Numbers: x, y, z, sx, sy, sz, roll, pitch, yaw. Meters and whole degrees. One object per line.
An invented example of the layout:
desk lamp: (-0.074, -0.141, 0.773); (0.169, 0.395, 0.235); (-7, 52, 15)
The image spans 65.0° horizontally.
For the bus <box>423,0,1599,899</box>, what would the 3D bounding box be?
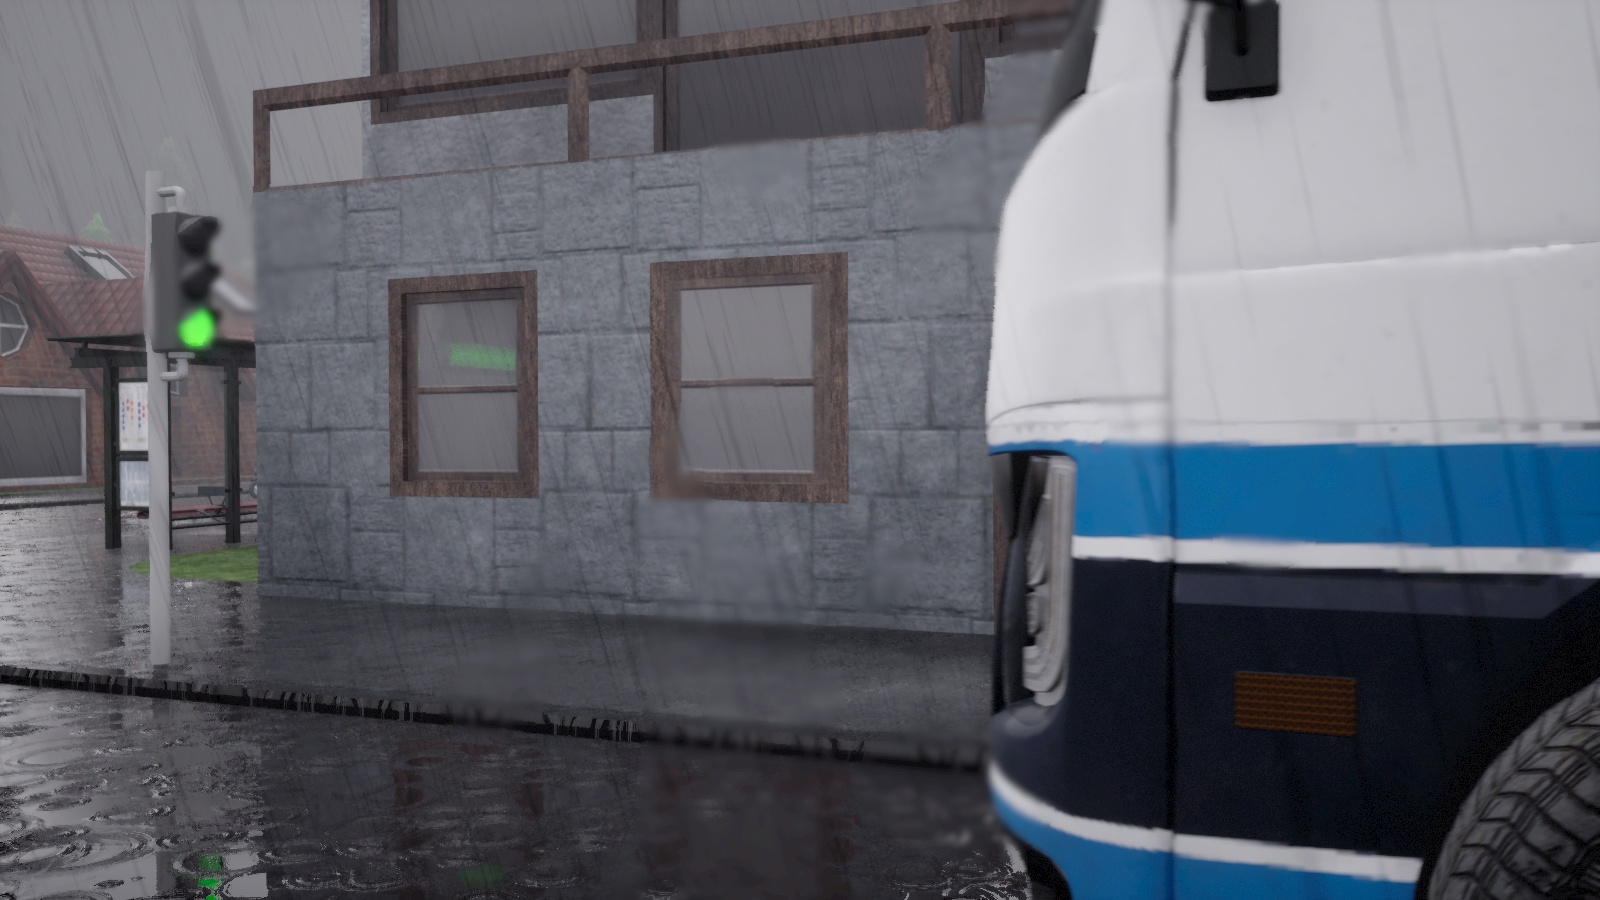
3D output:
bus: (4.891, -0.564, 2.001); (10.273, 4.253, 3.944); (1, 1, 21)
